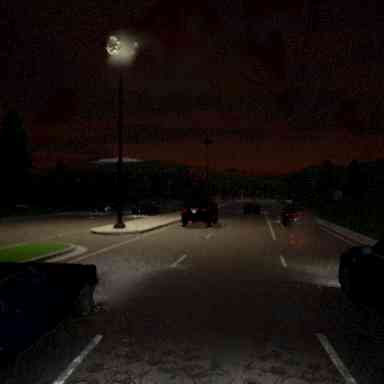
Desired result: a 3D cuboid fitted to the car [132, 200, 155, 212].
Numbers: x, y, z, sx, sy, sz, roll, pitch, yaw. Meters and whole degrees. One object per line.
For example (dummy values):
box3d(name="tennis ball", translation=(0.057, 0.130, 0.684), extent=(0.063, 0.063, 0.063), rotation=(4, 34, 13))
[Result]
box3d(name="car", translation=(-6.809, 1.959, 47.158), extent=(1.812, 1.442, 4.674), rotation=(0, -1, 12))

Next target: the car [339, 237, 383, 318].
box3d(name="car", translation=(4.258, 1.430, 5.860), extent=(2.097, 1.767, 4.553), rotation=(0, -1, 7))

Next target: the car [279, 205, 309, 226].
box3d(name="car", translation=(7.900, 1.794, 25.836), extent=(1.837, 1.490, 4.892), rotation=(0, -1, 11))

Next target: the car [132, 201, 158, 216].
box3d(name="car", translation=(-5.230, 1.911, 37.559), extent=(1.994, 1.385, 4.181), rotation=(0, -1, 12))

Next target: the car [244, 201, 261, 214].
box3d(name="car", translation=(7.543, 1.922, 41.743), extent=(1.882, 1.535, 5.008), rotation=(0, 0, 11))

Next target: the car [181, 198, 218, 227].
box3d(name="car", translation=(0.681, 1.476, 25.466), extent=(2.150, 2.045, 5.566), rotation=(0, -1, 11))

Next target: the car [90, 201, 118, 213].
box3d(name="car", translation=(-11.198, 1.924, 43.290), extent=(2.033, 1.411, 5.357), rotation=(0, -1, 12))

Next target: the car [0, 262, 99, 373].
box3d(name="car", translation=(-2.976, 1.635, 4.660), extent=(1.895, 1.301, 4.718), rotation=(0, -1, 5))
